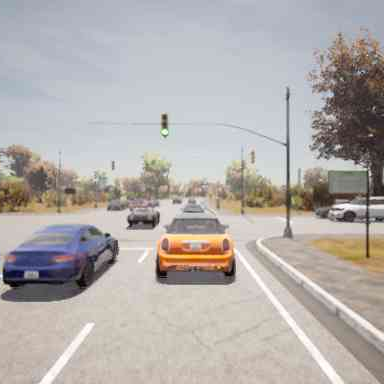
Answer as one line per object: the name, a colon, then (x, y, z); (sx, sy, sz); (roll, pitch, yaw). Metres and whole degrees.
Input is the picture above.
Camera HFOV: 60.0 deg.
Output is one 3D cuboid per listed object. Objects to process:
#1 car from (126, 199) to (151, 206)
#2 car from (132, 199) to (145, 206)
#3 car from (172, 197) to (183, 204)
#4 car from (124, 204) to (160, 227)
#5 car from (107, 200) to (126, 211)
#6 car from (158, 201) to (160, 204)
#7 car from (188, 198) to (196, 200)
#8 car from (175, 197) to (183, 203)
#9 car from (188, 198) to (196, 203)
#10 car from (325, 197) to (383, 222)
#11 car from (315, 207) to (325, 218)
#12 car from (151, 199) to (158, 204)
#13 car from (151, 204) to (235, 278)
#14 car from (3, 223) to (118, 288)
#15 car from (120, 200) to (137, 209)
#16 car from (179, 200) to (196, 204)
car: (-7.075, 1.688, 44.505); (2.097, 1.767, 4.553); (0, 0, -1)
car: (-10.507, 2.057, 65.396); (1.994, 1.385, 4.181); (0, 0, 0)
car: (-3.504, 2.068, 76.202); (1.837, 1.490, 4.892); (0, 0, 0)
car: (-3.402, 1.785, 24.291); (1.895, 1.301, 4.718); (0, 0, 0)
car: (-10.592, 1.858, 46.769); (1.837, 1.490, 4.892); (0, 0, 0)
car: (-7.033, 2.030, 61.723); (1.994, 1.385, 4.181); (0, 0, 0)
car: (-0.004, 2.129, 76.331); (1.994, 1.385, 4.181); (0, 0, 0)
car: (-3.465, 2.028, 86.611); (1.812, 1.442, 4.674); (0, 0, 1)
car: (0.034, 2.247, 86.369); (1.895, 1.301, 4.718); (0, 0, 1)
car: (14.463, 1.431, 27.692); (5.566, 2.045, 2.150); (0, 0, 3)
car: (14.082, 1.741, 31.218); (4.892, 1.490, 1.837); (0, 0, 3)
car: (-7.068, 2.005, 53.492); (1.895, 1.301, 4.718); (0, 0, 1)
car: (0.141, 1.434, 10.638); (2.097, 1.767, 4.553); (0, 0, 1)
car: (-3.400, 1.597, 9.346); (1.812, 1.442, 4.674); (0, 0, 0)
car: (-10.535, 1.984, 55.649); (1.994, 1.385, 4.181); (0, 0, 2)
car: (0.097, 1.713, 27.227); (1.837, 1.490, 4.892); (0, 0, 0)
